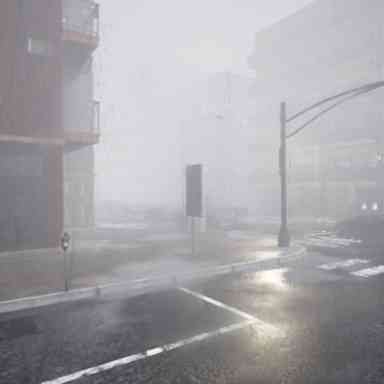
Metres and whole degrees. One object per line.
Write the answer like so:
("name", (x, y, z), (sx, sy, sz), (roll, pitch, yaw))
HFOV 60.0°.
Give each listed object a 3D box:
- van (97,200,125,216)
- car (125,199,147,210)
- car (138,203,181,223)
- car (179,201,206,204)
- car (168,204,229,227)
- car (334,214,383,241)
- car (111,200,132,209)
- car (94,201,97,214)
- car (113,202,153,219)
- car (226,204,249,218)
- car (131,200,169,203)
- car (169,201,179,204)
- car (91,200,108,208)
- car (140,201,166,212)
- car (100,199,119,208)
("van", (-9.348, 1.871, 39.075), (1.690, 1.788, 3.998), (-1, 0, -35))
("car", (-8.966, 2.031, 53.050), (1.967, 1.590, 4.097), (-1, 0, -35))
("car", (-2.871, 1.995, 29.870), (1.802, 1.307, 4.206), (-1, 0, -35))
("car", (0.742, 1.976, 39.244), (1.947, 1.339, 4.313), (-1, 0, -35))
("car", (0.363, 1.907, 25.267), (2.008, 1.369, 4.403), (-1, 0, -35))
("car", (9.471, 1.829, 16.946), (1.994, 1.385, 4.181), (-1, 0, -35))
("car", (-12.297, 2.180, 57.791), (1.752, 1.417, 4.829), (-1, 0, -35))
("car", (-12.579, 2.141, 43.678), (2.008, 1.369, 4.403), (-1, 0, -35))
("car", (-6.107, 2.022, 34.472), (2.008, 1.369, 4.403), (-1, 0, -35))
("car", (3.977, 1.903, 34.641), (2.008, 1.369, 4.403), (-1, 0, -35))
("car", (-4.857, 2.008, 37.331), (1.812, 1.442, 4.674), (-1, 0, -35))
("car", (-2.495, 1.909, 43.845), (1.967, 1.590, 4.097), (-1, 0, -35))
("car", (-18.668, 2.331, 66.856), (2.008, 1.369, 4.403), (-1, 0, -35))
("car", (-5.728, 2.080, 48.448), (2.008, 1.369, 4.403), (-1, 0, -35))
("car", (-15.436, 2.156, 62.254), (1.967, 1.590, 4.097), (-1, 0, -35))
